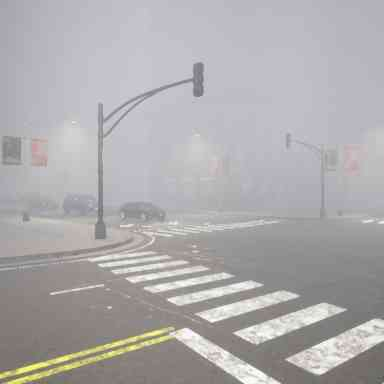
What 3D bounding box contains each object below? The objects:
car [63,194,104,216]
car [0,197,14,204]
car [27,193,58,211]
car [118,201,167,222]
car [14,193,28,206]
[{"bbox_3d":[-11.018,1.206,33.459,2.150,2.045,5.566,0,0,-45],"label":"car"},{"bbox_3d":[-33.635,1.531,60.996,1.994,1.385,4.181,0,0,-45],"label":"car"},{"bbox_3d":[-18.112,1.332,40.576,2.097,1.767,4.553,0,0,-45],"label":"car"},{"bbox_3d":[-4.004,1.494,26.430,1.837,1.490,4.892,0,0,-44],"label":"car"},{"bbox_3d":[-26.051,1.197,53.403,5.566,2.045,2.150,0,0,45],"label":"car"}]
